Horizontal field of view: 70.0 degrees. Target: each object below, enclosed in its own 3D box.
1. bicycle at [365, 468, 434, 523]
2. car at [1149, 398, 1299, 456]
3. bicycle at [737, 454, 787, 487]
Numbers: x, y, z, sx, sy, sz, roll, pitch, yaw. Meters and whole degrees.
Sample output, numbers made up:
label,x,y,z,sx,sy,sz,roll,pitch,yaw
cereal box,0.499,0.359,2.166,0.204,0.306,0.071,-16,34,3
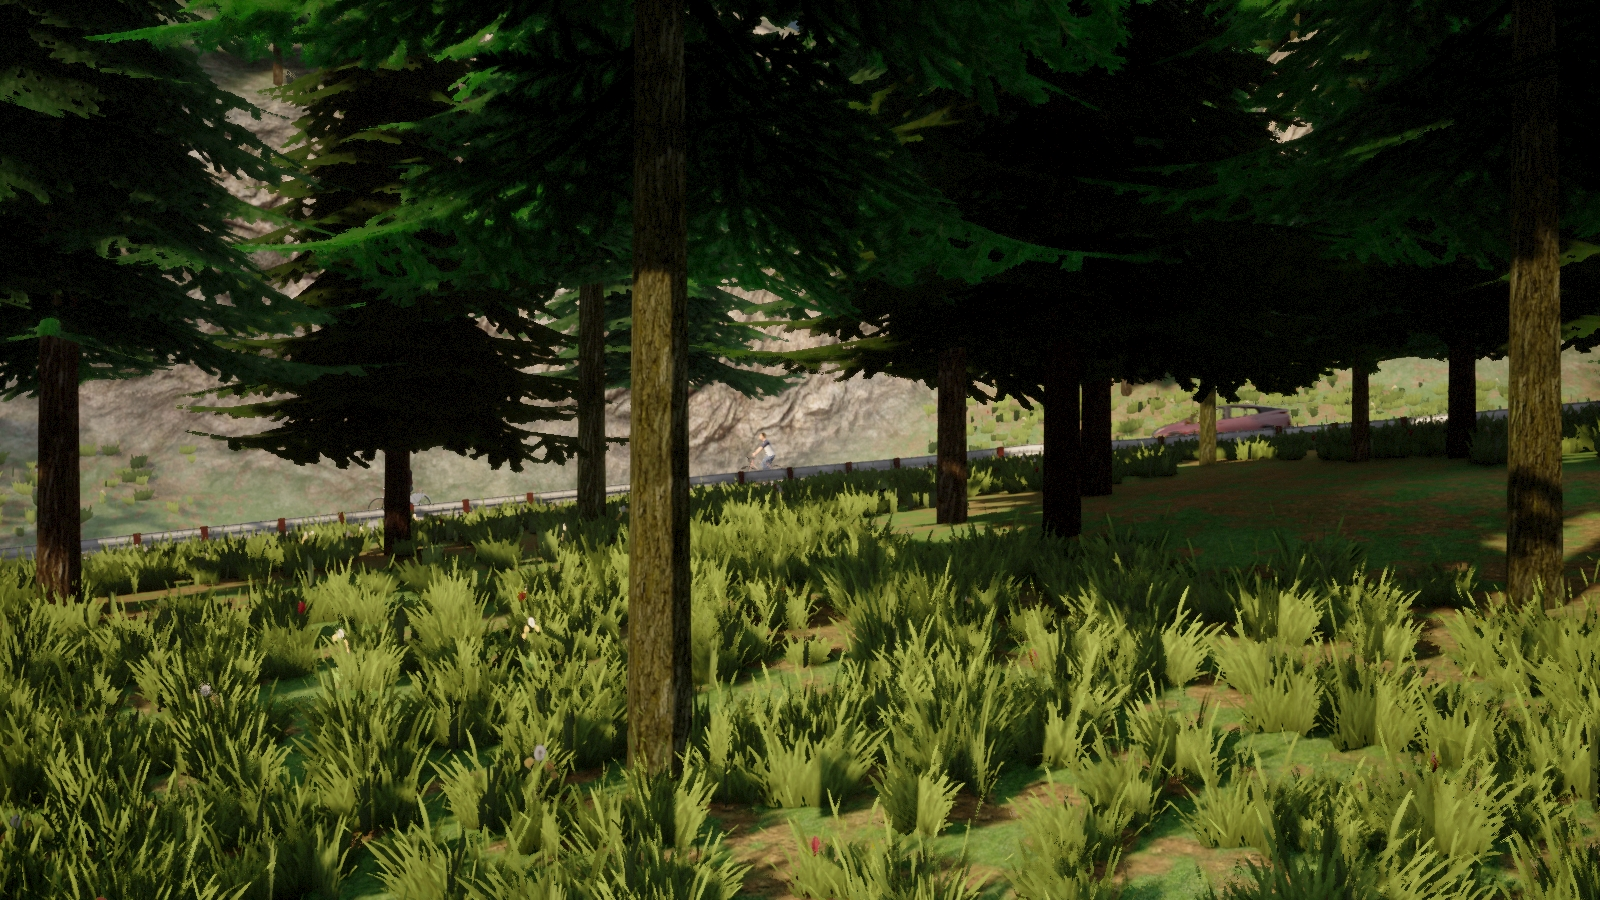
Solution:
label,x,y,z,sx,sy,sz,roll,pitch,yaw
bicycle,-12.075,1.355,34.490,1.835,1.471,0.329,-5,2,-29
car,14.153,-0.728,38.345,4.514,1.525,2.007,-5,-1,19
bicycle,-1.295,0.698,39.035,1.643,1.024,0.373,-3,1,-11
